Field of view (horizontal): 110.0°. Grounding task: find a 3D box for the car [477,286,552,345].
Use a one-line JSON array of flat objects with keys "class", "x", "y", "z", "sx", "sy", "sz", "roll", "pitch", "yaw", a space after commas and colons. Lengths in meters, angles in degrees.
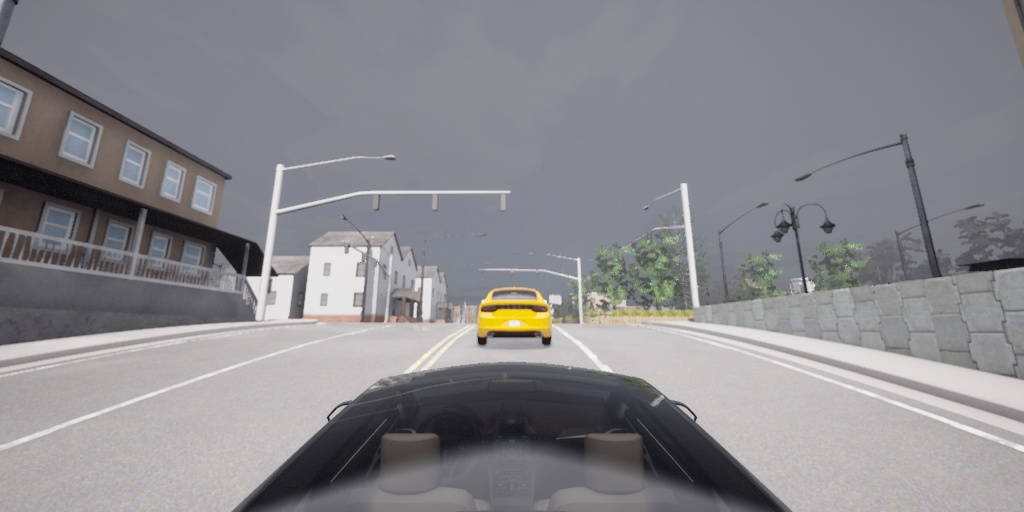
[{"class": "car", "x": 0.070, "y": 1.703, "z": 10.802, "sx": 1.882, "sy": 1.535, "sz": 5.008, "roll": 0, "pitch": -7, "yaw": 0}]
